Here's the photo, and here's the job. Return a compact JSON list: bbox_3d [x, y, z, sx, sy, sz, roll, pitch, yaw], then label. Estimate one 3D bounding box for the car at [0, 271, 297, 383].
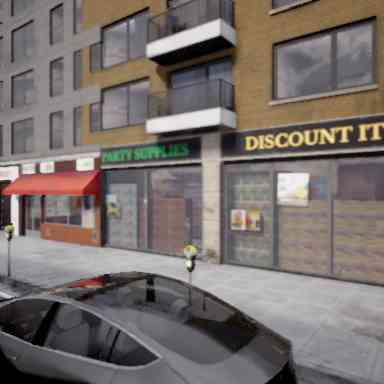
[{"bbox_3d":[-1.078,1.567,3.580,4.313,1.339,1.947,0,0,36],"label":"car"}]
